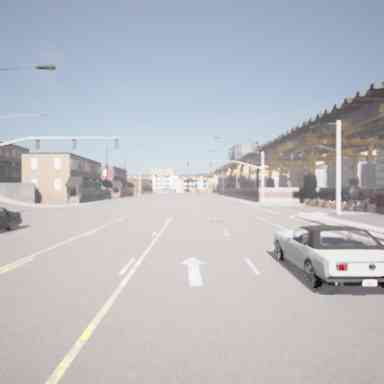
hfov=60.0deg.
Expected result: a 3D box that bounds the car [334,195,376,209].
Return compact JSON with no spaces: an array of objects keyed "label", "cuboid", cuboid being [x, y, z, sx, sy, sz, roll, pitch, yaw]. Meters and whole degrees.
[{"label":"car","cuboid":[19.466,0.986,38.684,1.853,1.218,4.536,0,1,-36]}]

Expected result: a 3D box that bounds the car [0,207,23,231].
[{"label":"car","cuboid":[-10.549,1.413,16.599,2.033,1.411,5.357,0,0,0]}]

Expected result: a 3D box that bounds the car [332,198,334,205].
[{"label":"car","cuboid":[19.435,1.144,38.727,2.038,1.542,4.974,0,1,-36]}]

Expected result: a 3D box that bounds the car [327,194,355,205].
[{"label":"car","cuboid":[19.459,0.949,43.372,1.853,1.218,4.536,0,1,44]}]

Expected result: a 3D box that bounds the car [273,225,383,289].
[{"label":"car","cuboid":[3.598,1.529,8.936,1.895,1.301,4.718,0,0,0]}]

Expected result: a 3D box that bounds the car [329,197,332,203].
[{"label":"car","cuboid":[19.423,1.107,43.335,2.038,1.542,4.974,0,1,44]}]
